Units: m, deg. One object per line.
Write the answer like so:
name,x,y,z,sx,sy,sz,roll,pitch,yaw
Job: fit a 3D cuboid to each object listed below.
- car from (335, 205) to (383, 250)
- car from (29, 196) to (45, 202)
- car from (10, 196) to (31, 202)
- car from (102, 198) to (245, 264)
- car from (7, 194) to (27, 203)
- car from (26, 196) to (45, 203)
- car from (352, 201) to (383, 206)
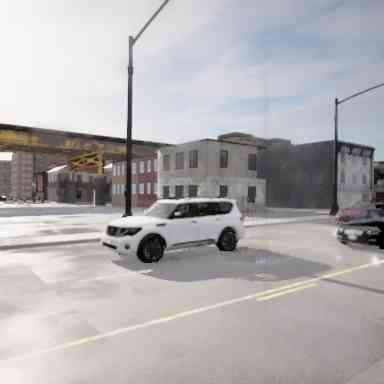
car,8.259,1.516,14.495,4.902,1.511,2.128,0,0,-36
car,-35.918,1.658,77.182,1.853,1.218,4.536,1,-1,-6
car,-39.687,1.609,77.006,4.536,1.218,1.853,0,-1,24
car,-0.474,1.249,12.403,5.566,2.045,2.150,0,0,-37
car,-39.642,1.767,76.984,4.974,1.542,2.038,0,-1,24
car,-35.914,1.815,77.129,2.038,1.542,4.974,1,-1,-6
car,10.973,1.363,20.839,4.553,1.767,2.097,0,0,-36
